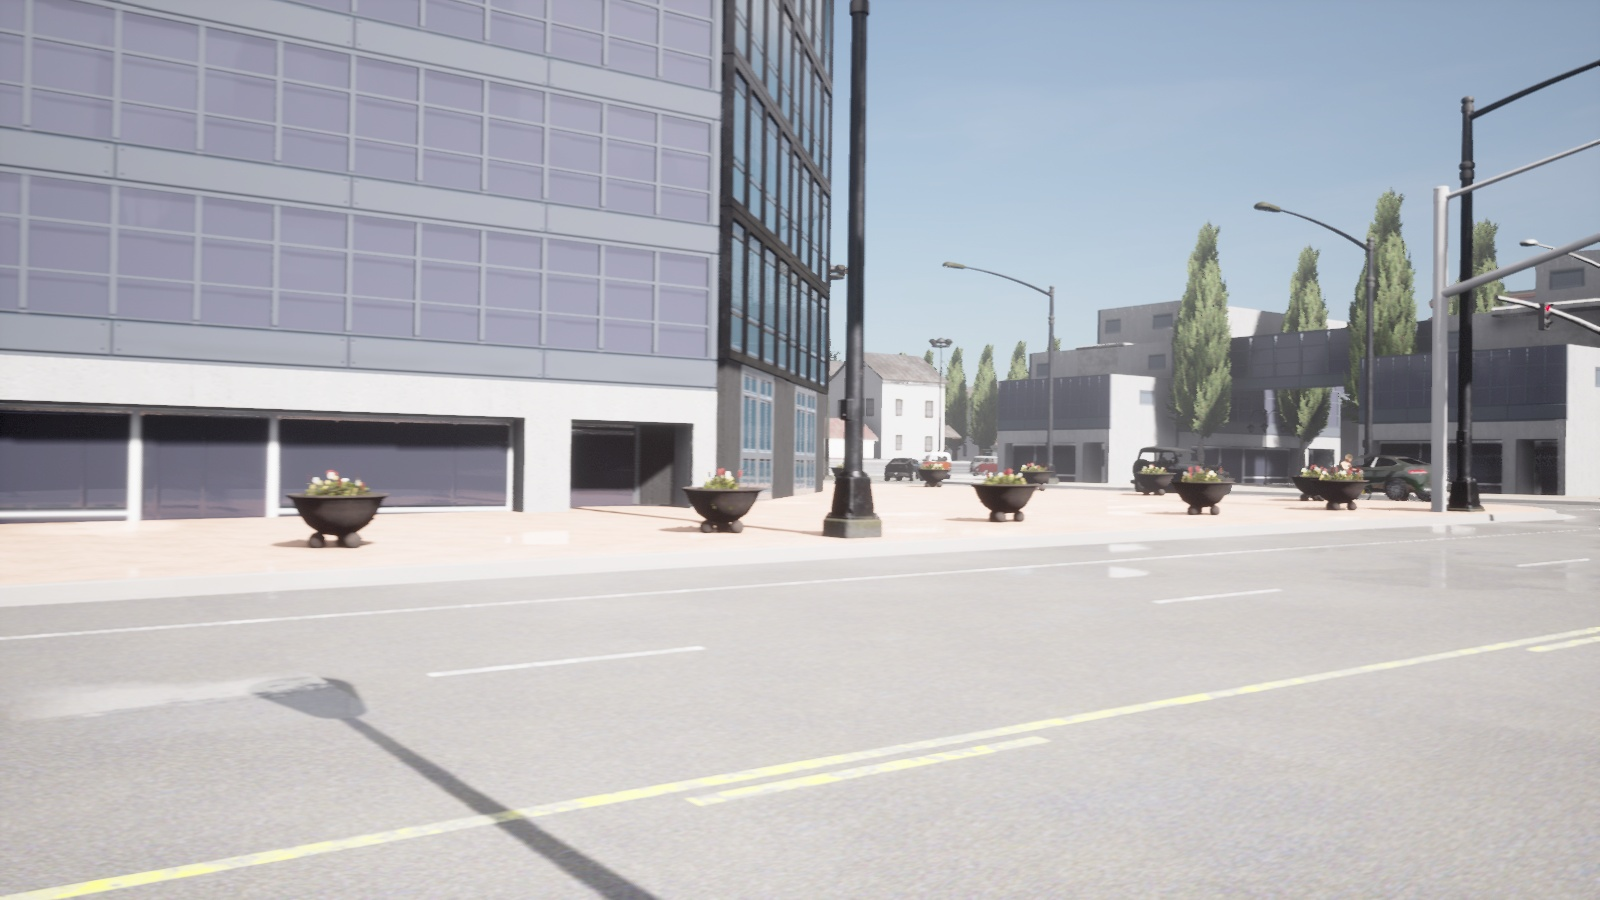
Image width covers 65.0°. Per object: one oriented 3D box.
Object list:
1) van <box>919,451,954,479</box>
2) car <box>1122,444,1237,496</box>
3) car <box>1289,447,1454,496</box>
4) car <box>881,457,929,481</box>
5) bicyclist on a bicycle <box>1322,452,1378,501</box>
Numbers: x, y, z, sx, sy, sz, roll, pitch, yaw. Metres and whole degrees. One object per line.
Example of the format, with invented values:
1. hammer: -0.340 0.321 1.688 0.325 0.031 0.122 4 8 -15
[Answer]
1. van: 10.276 1.145 94.755 2.069 2.038 4.480 1 -1 0
2. car: 14.449 0.749 47.946 1.905 1.878 3.866 1 -1 -35
3. car: 20.495 0.763 45.242 2.152 1.651 5.027 1 -1 -34
4. car: 6.719 1.230 80.100 1.837 1.490 4.892 0 -1 20
5. bicyclist on a bicycle: 18.438 0.866 42.121 0.866 1.612 1.509 1 -1 -34
